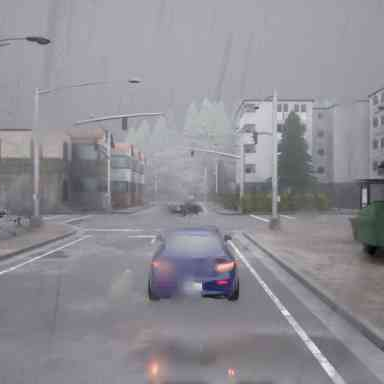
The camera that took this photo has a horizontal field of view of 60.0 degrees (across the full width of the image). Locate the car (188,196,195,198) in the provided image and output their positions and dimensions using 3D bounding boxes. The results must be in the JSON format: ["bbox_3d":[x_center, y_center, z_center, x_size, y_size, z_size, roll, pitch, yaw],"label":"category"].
[{"bbox_3d":[-0.127,1.526,66.849,1.812,1.442,4.674,0,0,0],"label":"car"}]

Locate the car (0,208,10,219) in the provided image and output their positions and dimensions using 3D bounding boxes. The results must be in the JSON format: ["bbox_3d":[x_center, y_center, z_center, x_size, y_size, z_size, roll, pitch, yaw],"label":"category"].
[{"bbox_3d":[-16.309,1.371,24.323,5.357,1.411,2.033,0,0,0],"label":"car"}]

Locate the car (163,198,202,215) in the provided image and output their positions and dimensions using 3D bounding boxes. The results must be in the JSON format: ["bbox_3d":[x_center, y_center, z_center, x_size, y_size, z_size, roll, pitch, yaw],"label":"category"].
[{"bbox_3d":[-0.802,1.492,31.282,2.033,1.411,5.357,0,-1,23],"label":"car"}]

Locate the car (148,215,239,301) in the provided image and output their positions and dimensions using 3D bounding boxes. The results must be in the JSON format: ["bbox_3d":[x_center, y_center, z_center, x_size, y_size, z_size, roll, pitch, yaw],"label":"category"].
[{"bbox_3d":[0.042,1.526,8.207,1.812,1.442,4.674,0,0,0],"label":"car"}]
